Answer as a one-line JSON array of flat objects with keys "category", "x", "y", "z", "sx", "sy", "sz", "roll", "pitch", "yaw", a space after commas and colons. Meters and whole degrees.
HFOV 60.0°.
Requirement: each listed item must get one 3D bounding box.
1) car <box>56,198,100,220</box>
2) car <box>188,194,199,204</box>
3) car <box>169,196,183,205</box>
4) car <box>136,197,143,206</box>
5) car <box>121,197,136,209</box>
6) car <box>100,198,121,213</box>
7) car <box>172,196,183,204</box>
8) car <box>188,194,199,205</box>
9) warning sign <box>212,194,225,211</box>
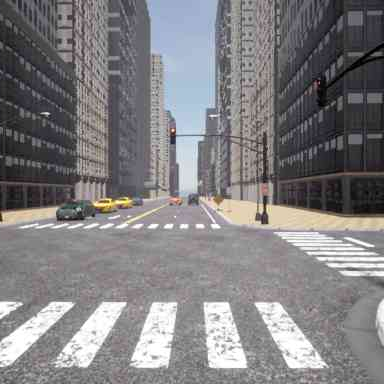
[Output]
[{"category": "car", "x": -9.766, "y": 1.374, "z": 28.236, "sx": 2.097, "sy": 1.767, "sz": 4.553, "roll": 0, "pitch": 0, "yaw": 0}, {"category": "car", "x": 0.281, "y": 1.361, "z": 70.361, "sx": 2.150, "sy": 2.045, "sz": 5.566, "roll": 0, "pitch": 0, "yaw": 0}, {"category": "car", "x": -2.971, "y": 1.452, "z": 59.942, "sx": 2.097, "sy": 1.767, "sz": 4.553, "roll": 0, "pitch": 0, "yaw": 0}, {"category": "car", "x": -9.635, "y": 1.640, "z": 57.752, "sx": 2.033, "sy": 1.411, "sz": 5.357, "roll": 0, "pitch": 0, "yaw": 1}, {"category": "car", "x": -9.707, "y": 1.538, "z": 47.105, "sx": 1.882, "sy": 1.535, "sz": 5.008, "roll": 0, "pitch": 0, "yaw": 0}, {"category": "car", "x": -9.741, "y": 1.516, "z": 37.423, "sx": 1.882, "sy": 1.535, "sz": 5.008, "roll": 0, "pitch": 0, "yaw": 0}, {"category": "car", "x": -2.971, "y": 1.633, "z": 70.131, "sx": 2.128, "sy": 1.511, "sz": 4.902, "roll": 0, "pitch": 0, "yaw": 0}, {"category": "car", "x": 0.278, "y": 1.606, "z": 60.154, "sx": 1.837, "sy": 1.490, "sz": 4.892, "roll": 0, "pitch": 0, "yaw": 0}, {"category": "warning sign", "x": 2.964, "y": 1.153, "z": 37.497, "sx": 1.300, "sy": 1.860, "sz": 1.060, "roll": 0, "pitch": 0, "yaw": 0}]
